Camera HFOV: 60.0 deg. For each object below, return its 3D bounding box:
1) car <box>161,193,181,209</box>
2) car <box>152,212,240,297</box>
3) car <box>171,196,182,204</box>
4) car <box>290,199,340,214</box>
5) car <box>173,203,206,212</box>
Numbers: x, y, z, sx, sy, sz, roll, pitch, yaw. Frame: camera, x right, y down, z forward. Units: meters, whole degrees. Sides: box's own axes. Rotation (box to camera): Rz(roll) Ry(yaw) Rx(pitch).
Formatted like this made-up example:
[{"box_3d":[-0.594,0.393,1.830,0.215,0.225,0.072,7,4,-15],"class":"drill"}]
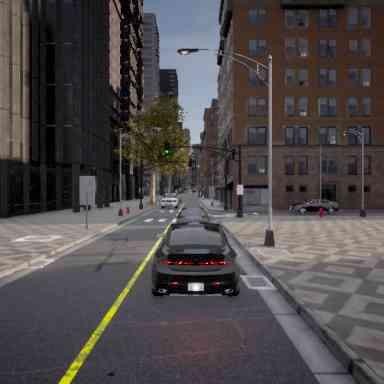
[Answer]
[{"box_3d":[-3.091,1.226,47.036,2.150,2.045,5.566,0,0,0],"class":"car"},{"box_3d":[0.082,1.506,8.584,1.837,1.490,4.892,0,0,0],"class":"car"},{"box_3d":[-3.031,1.570,67.128,1.994,1.385,4.181,0,0,1],"class":"car"},{"box_3d":[12.609,1.473,34.241,4.902,1.511,2.128,0,0,0],"class":"car"},{"box_3d":[0.059,1.548,18.556,2.033,1.411,5.357,0,0,0],"class":"car"}]
